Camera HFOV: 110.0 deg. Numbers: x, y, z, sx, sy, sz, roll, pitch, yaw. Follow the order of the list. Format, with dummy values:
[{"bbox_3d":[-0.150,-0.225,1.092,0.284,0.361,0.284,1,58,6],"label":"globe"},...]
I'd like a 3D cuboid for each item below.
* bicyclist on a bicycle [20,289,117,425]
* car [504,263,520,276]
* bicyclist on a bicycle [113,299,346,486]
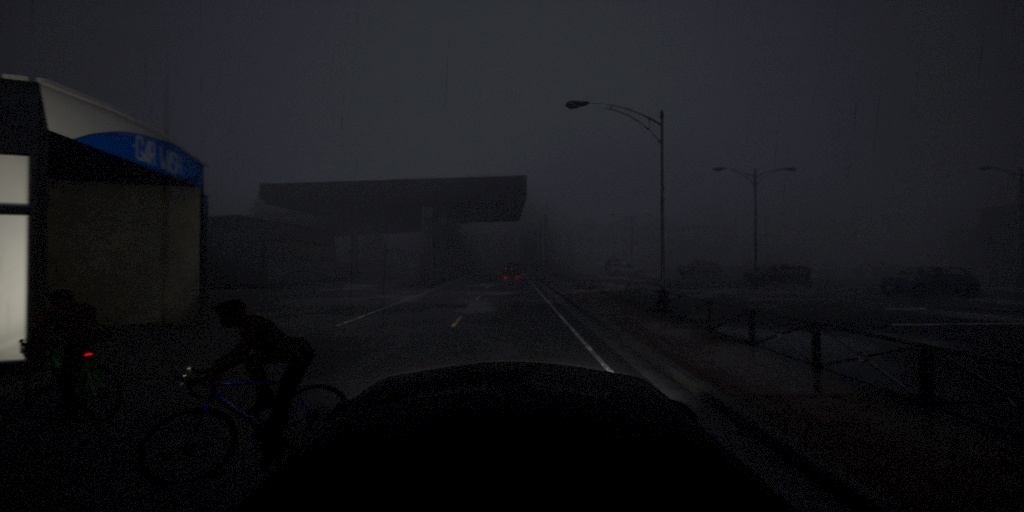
[{"bbox_3d":[-5.487,1.238,4.462,1.656,1.620,0.582,-2,-1,12],"label":"bicyclist on a bicycle"},{"bbox_3d":[-0.018,1.632,46.698,2.097,1.767,4.553,0,-1,0],"label":"car"},{"bbox_3d":[-2.483,1.226,3.455,1.656,1.620,0.582,-2,1,-32],"label":"bicyclist on a bicycle"}]
